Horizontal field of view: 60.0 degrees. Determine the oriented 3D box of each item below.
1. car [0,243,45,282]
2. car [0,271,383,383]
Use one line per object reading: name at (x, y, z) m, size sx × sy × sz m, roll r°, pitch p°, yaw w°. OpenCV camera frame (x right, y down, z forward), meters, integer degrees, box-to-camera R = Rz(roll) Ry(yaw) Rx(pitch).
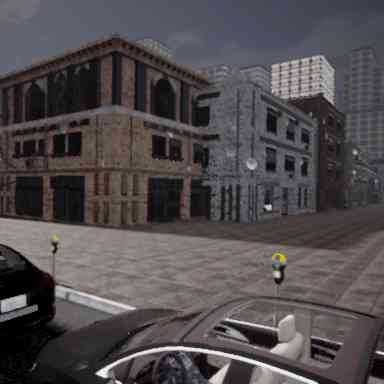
car at (-4.117, 1.552, 5.754) m, size 4.313 × 1.339 × 1.947 m, roll 0°, pitch 1°, yaw 36°
car at (0.439, 1.558, 2.545) m, size 4.403 × 1.369 × 2.008 m, roll 0°, pitch 1°, yaw 36°
